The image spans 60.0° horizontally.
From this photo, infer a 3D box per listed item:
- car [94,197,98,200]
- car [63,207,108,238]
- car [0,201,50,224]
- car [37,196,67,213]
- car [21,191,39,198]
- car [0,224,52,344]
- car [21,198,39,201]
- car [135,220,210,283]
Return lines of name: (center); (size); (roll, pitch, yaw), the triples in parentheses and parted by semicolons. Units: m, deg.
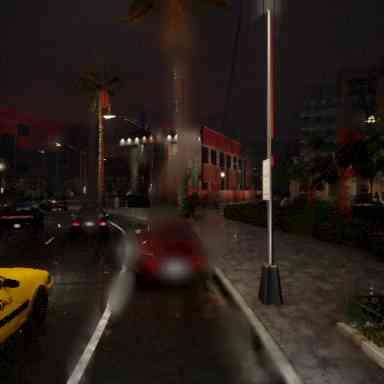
car: (-26.644, 1.554, 85.529); (4.718, 1.301, 1.895); (0, 0, 24)
car: (-5.512, 1.544, 17.880); (2.033, 1.411, 5.357); (0, 0, -17)
car: (-9.637, 1.484, 19.076); (2.128, 1.511, 4.902); (0, 0, -19)
car: (-14.491, 1.480, 34.466); (2.128, 1.511, 4.902); (0, 0, -40)
car: (-33.931, 1.226, 68.961); (4.553, 1.767, 2.185); (0, 0, 24)
car: (-3.244, 1.453, 3.747); (1.801, 1.575, 5.366); (0, 0, -3)
car: (-15.997, 1.535, 30.837); (2.033, 1.411, 5.357); (0, 0, -38)
car: (-0.665, 1.525, 9.662); (1.812, 1.442, 4.674); (0, 0, -7)
